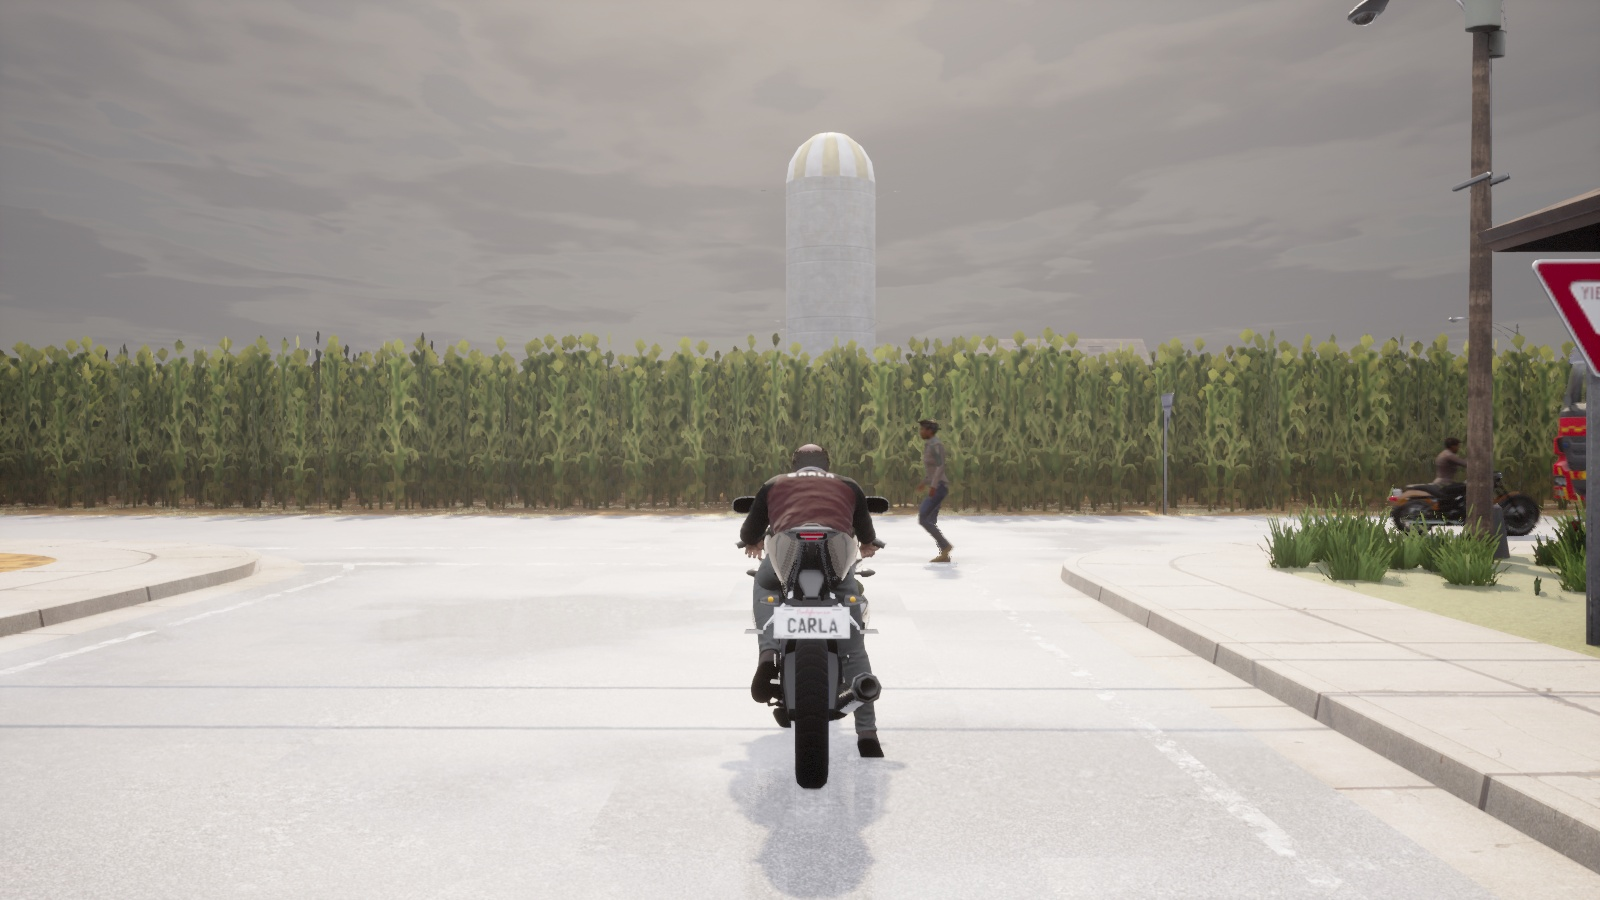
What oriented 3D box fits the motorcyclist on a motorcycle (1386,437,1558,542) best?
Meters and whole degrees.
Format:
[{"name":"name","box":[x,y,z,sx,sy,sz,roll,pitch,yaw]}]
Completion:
[{"name":"motorcyclist on a motorcycle","box":[10.791,0.618,20.216,2.350,1.649,0.766,0,0,1]}]

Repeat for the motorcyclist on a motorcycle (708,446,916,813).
[{"name":"motorcyclist on a motorcycle","box":[0.055,0.746,6.339,0.866,1.530,2.191,0,0,0]}]

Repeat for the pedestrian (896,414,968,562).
[{"name":"pedestrian","box":[1.619,0.462,15.472,0.869,1.805,0.328,0,0,4]}]

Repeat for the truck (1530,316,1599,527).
[{"name":"truck","box":[18.800,-0.508,23.539,8.468,3.827,2.891,0,0,1]}]
